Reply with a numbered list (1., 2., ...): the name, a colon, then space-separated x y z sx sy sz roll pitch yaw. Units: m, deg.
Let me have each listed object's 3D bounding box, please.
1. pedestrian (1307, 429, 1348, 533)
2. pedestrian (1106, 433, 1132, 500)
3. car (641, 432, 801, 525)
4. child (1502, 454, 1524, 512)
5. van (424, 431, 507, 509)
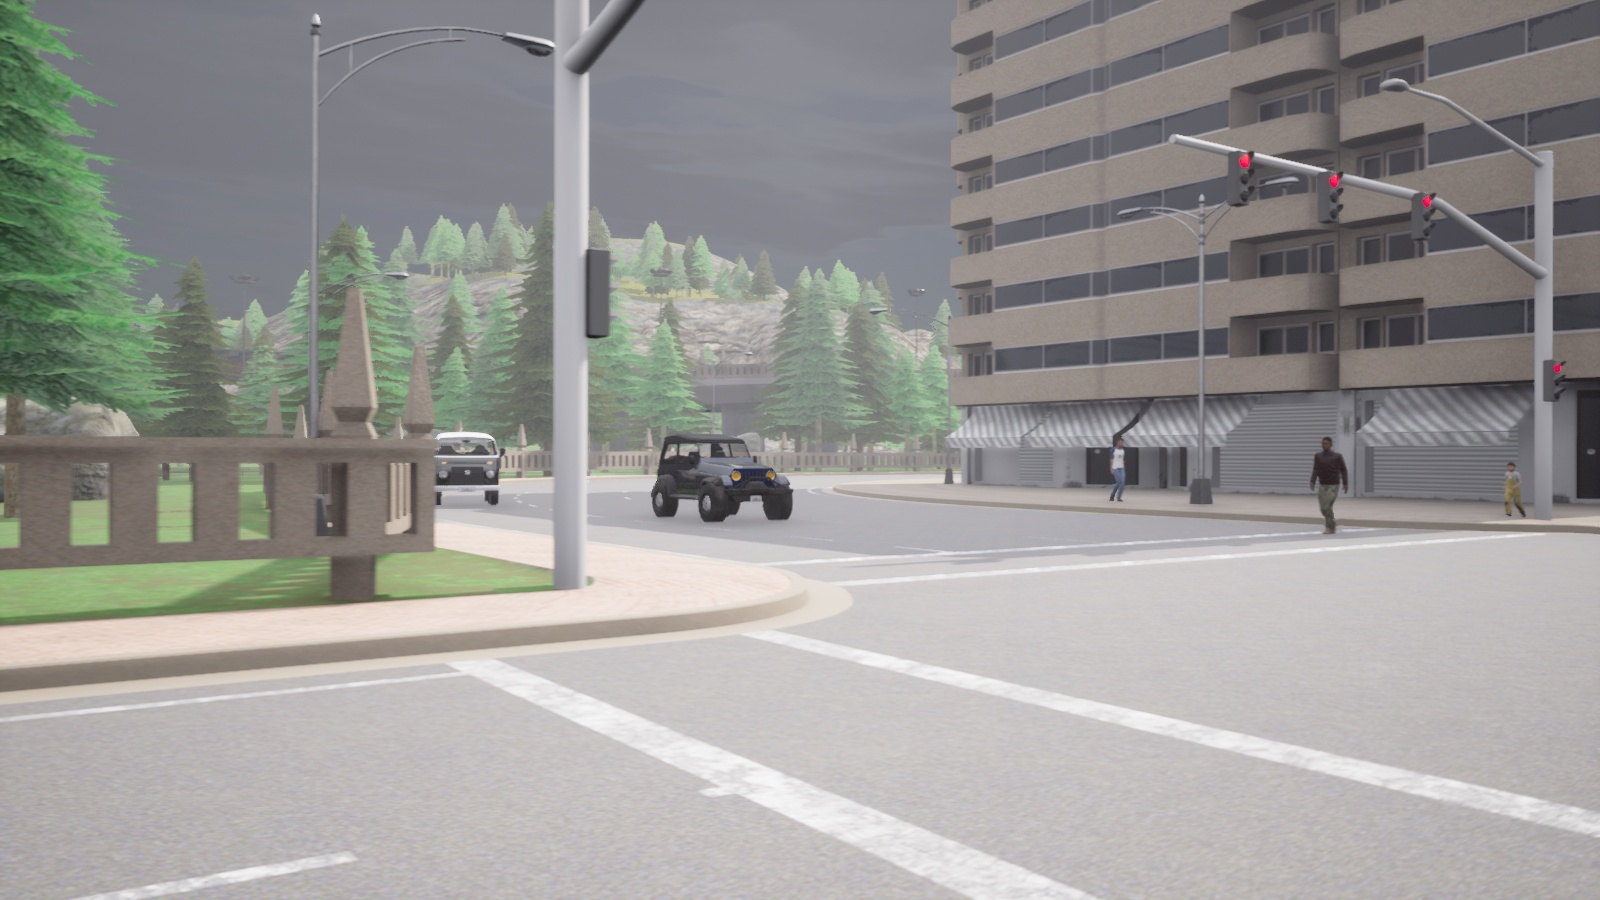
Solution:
1. pedestrian: 9.494 0.551 22.604 0.703 1.840 0.431 0 0 -43
2. pedestrian: 8.782 0.452 34.599 0.354 1.836 0.706 0 0 -18
3. car: -1.811 0.579 27.524 1.905 1.878 3.866 0 0 -31
4. child: 15.586 0.723 27.453 0.437 1.263 0.270 0 0 -36
5. van: -9.478 0.539 35.325 2.069 2.038 4.480 0 0 -17
